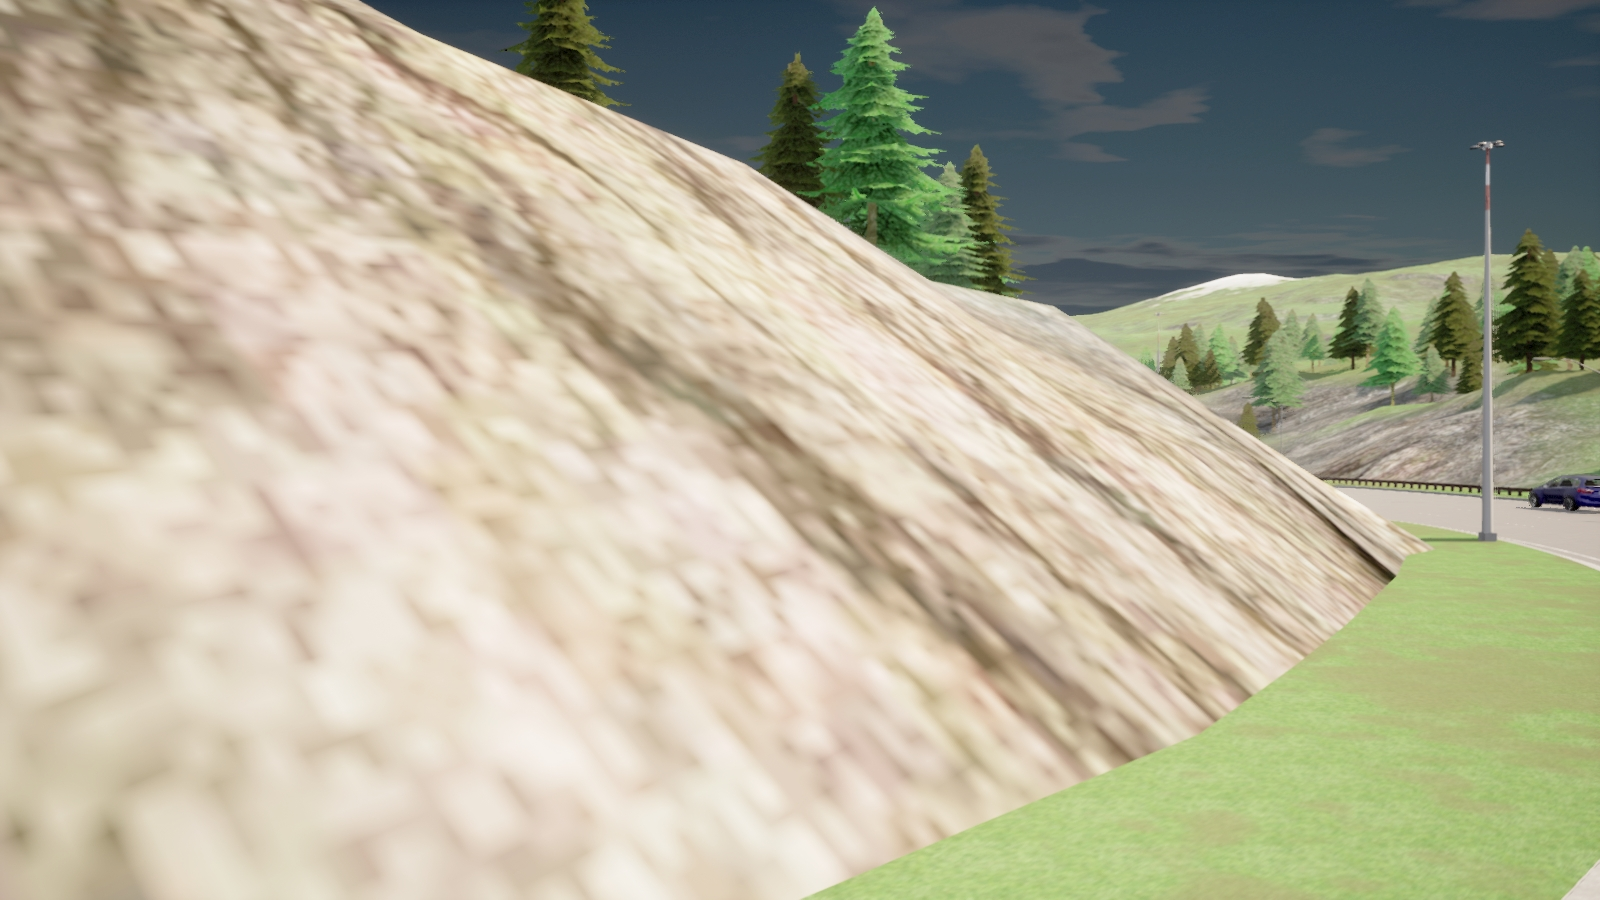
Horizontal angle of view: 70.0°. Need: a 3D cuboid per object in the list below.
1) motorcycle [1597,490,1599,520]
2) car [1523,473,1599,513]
[{"bbox_3d":[32.261,2.204,44.754,0.803,1.199,2.033,-1,0,6],"label":"motorcycle"},{"bbox_3d":[36.483,1.989,53.777,2.242,1.667,4.611,0,0,4],"label":"car"}]
